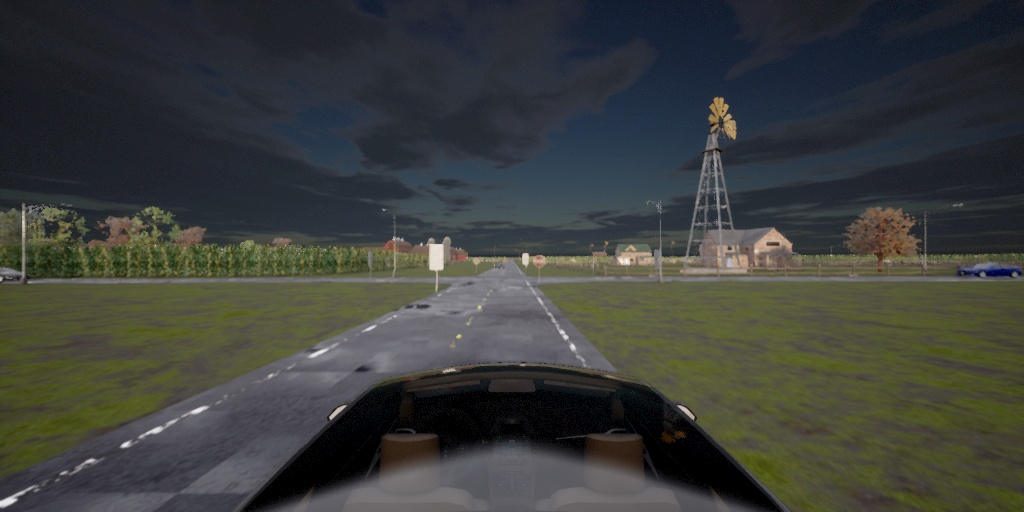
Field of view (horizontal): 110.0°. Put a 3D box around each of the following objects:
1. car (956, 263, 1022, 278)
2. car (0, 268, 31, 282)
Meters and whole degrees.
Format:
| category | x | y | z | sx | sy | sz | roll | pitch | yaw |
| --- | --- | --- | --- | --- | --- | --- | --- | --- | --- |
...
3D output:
| category | x | y | z | sx | sy | sz | roll | pitch | yaw |
| --- | --- | --- | --- | --- | --- | --- | --- | --- | --- |
| car | 49.320 | 1.483 | 37.167 | 5.008 | 1.535 | 1.882 | 0 | 0 | 3 |
| car | -51.866 | 1.915 | 36.160 | 4.892 | 1.490 | 1.837 | 0 | 0 | -1 |
